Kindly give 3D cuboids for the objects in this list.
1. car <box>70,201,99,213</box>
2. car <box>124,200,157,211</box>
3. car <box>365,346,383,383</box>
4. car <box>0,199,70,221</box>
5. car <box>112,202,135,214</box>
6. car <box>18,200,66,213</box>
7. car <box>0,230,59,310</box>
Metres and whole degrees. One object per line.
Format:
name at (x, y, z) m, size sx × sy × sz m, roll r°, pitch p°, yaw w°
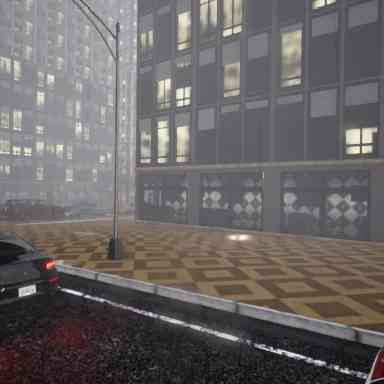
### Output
car at (-13.278, 1.753, 39.700) m, size 1.994 × 1.385 × 4.181 m, roll 1°, pitch 0°, yaw 36°
car at (-7.347, 1.876, 47.740) m, size 1.895 × 1.301 × 4.718 m, roll 1°, pitch 0°, yaw 36°
car at (3.196, 1.353, 1.409) m, size 4.553 × 1.767 × 2.097 m, roll 0°, pitch 0°, yaw 35°
car at (-13.796, 1.520, 29.249) m, size 2.192 × 1.841 × 5.009 m, roll 1°, pitch 0°, yaw 36°
car at (-7.007, 1.830, 38.468) m, size 1.752 × 1.417 × 4.829 m, roll 1°, pitch 0°, yaw 36°
car at (-17.302, 1.643, 38.621) m, size 1.752 × 1.417 × 4.829 m, roll 1°, pitch 0°, yaw 36°
car at (-4.696, 1.522, 7.020) m, size 4.674 × 1.442 × 1.812 m, roll 0°, pitch 0°, yaw 35°
